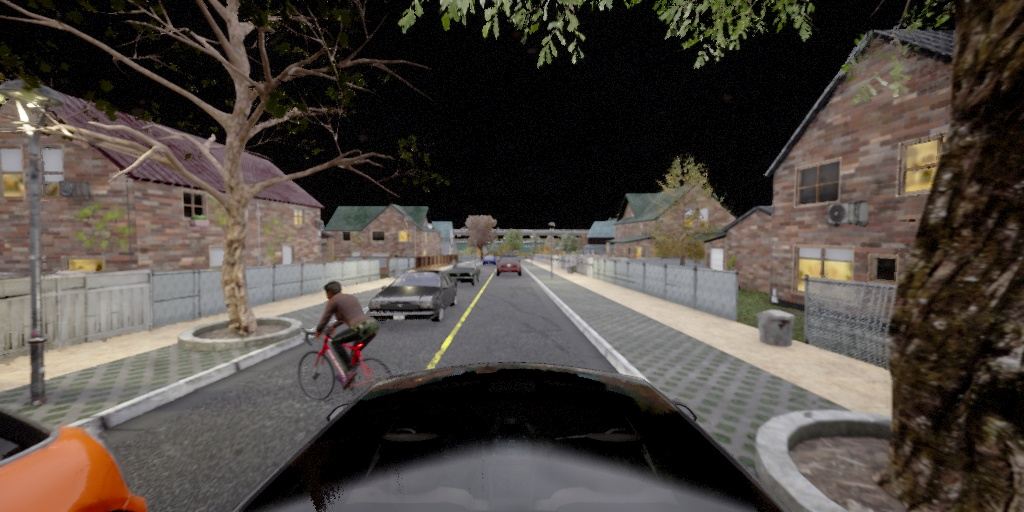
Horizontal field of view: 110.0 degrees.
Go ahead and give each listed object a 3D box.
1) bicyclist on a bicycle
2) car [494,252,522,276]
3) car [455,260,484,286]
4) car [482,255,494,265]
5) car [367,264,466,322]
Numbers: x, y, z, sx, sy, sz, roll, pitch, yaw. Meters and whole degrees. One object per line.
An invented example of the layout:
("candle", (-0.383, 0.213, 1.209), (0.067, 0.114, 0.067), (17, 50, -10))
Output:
("bicyclist on a bicycle", (-2.202, 1.155, 4.672), (1.656, 1.620, 0.582), (0, 1, 21))
("car", (-0.256, 0.756, 31.692), (2.097, 1.767, 4.553), (0, 1, 0))
("car", (-3.056, 1.103, 22.576), (1.895, 1.301, 4.718), (0, 1, 0))
("car", (-3.421, 0.648, 54.122), (1.882, 1.535, 5.008), (0, 0, 0))
("car", (-2.956, 1.172, 11.949), (2.033, 1.411, 5.357), (0, 1, -1))
